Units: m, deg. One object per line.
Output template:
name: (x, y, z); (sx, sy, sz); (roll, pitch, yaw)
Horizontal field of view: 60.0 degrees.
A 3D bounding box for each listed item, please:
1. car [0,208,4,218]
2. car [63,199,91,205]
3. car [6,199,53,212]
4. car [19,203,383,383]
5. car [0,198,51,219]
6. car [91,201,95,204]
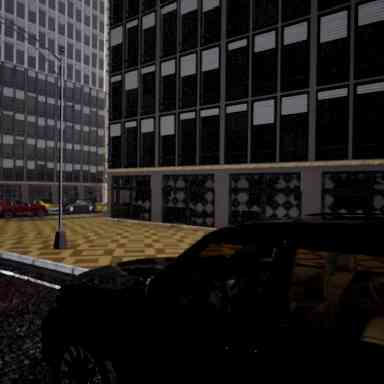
car: (-7.317, 1.343, 8.929); (4.553, 1.767, 2.097); (0, 0, 36)
car: (-14.697, 1.691, 42.739); (1.837, 1.490, 4.892); (1, 0, 37)
car: (-19.632, 1.627, 40.456); (1.752, 1.417, 4.829); (1, 0, 37)
car: (0.979, 1.221, 2.985); (5.566, 2.045, 2.150); (0, 0, 35)
car: (-16.161, 1.506, 31.071); (2.192, 1.841, 5.009); (1, 0, 37)
car: (-9.337, 1.817, 40.263); (1.752, 1.417, 4.829); (1, 0, 37)
